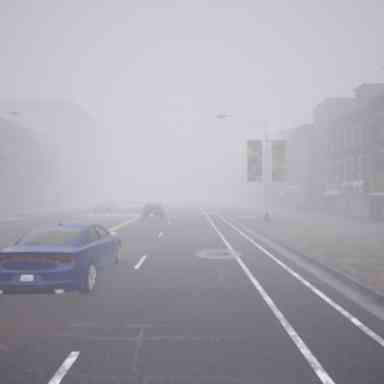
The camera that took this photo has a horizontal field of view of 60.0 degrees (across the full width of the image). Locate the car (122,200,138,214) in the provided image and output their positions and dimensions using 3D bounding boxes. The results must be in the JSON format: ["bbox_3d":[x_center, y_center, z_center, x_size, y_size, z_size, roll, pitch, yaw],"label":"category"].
[{"bbox_3d":[-6.709,1.691,38.304,1.812,1.442,4.674,0,0,0],"label":"car"}]

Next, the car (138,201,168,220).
[{"bbox_3d":[-3.302,1.624,29.461,1.837,1.490,4.892,0,0,0],"label":"car"}]

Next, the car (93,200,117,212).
[{"bbox_3d":[-9.957,1.701,38.493,1.812,1.442,4.674,0,0,0],"label":"car"}]

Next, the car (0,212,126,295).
[{"bbox_3d":[-3.191,1.516,8.887,1.882,1.535,5.008,0,0,0],"label":"car"}]
